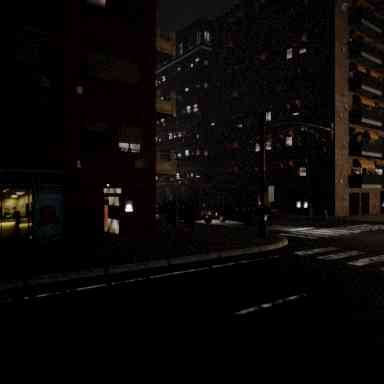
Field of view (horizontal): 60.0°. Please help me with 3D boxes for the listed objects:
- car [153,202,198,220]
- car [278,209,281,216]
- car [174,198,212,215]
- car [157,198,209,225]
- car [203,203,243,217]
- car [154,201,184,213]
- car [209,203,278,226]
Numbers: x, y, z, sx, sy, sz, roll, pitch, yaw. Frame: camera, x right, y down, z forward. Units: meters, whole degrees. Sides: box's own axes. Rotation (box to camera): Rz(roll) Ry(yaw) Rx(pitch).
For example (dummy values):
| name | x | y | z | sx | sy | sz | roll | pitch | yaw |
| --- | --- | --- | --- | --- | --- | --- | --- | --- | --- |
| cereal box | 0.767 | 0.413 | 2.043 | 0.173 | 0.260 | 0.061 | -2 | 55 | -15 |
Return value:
| name | x | y | z | sx | sy | sz | roll | pitch | yaw |
| --- | --- | --- | --- | --- | --- | --- | --- | --- | --- |
| car | -1.730 | 1.837 | 33.566 | 2.128 | 1.511 | 4.902 | 0 | -1 | -36 |
| car | 6.629 | 1.844 | 32.168 | 1.802 | 1.307 | 4.206 | -1 | 0 | -36 |
| car | 0.034 | 1.718 | 41.145 | 2.192 | 1.841 | 5.009 | -1 | 0 | -36 |
| car | -0.367 | 1.586 | 27.078 | 2.192 | 1.841 | 5.009 | -1 | 0 | -36 |
| car | 3.334 | 1.899 | 36.656 | 1.947 | 1.339 | 4.313 | -1 | 0 | -36 |
| car | -3.257 | 2.025 | 45.632 | 2.008 | 1.369 | 4.403 | -1 | 0 | -36 |
| car | 3.857 | 1.717 | 25.980 | 2.128 | 1.511 | 4.902 | 0 | -1 | -35 |
